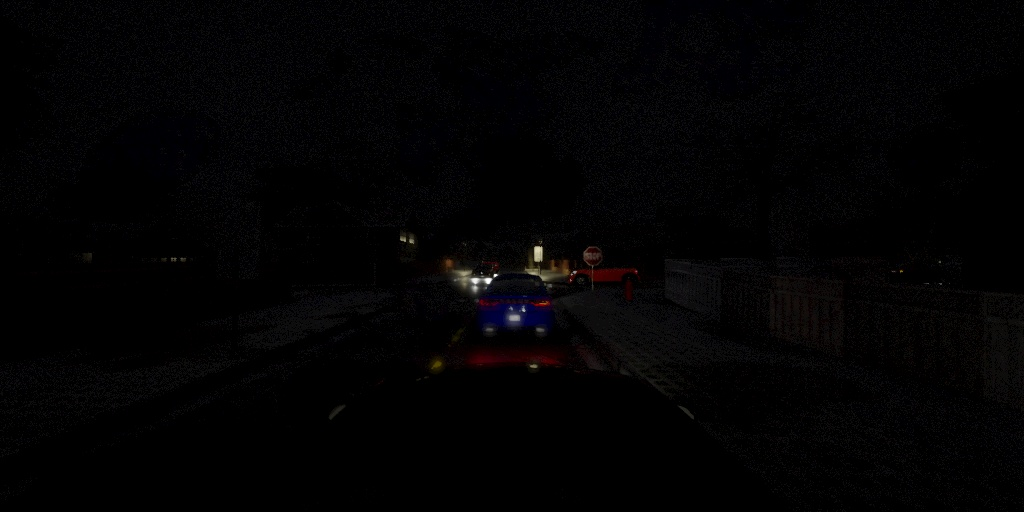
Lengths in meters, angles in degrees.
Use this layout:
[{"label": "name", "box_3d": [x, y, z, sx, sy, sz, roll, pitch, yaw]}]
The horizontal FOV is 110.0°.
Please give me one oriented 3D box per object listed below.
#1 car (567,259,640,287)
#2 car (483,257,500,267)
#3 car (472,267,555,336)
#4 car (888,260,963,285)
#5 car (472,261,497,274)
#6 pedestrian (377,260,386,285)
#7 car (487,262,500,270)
[{"label": "car", "box_3d": [5.965, 1.115, 23.847, 4.553, 1.767, 2.097, -1, -2, 7]}, {"label": "car", "box_3d": [-2.826, 1.164, 46.301, 2.150, 2.045, 5.566, 0, -1, 0]}, {"label": "car", "box_3d": [0.175, 1.241, 10.472, 1.882, 1.535, 5.008, 0, 0, 3]}, {"label": "car", "box_3d": [23.239, 0.955, 20.266, 4.674, 1.442, 1.812, -1, -2, 1]}, {"label": "car", "box_3d": [-2.821, 1.427, 35.669, 1.994, 1.385, 4.181, 0, 0, 0]}, {"label": "pedestrian", "box_3d": [-9.651, 1.200, 26.591, 0.375, 1.860, 0.375, 0, -1, 1]}, {"label": "car", "box_3d": [-3.086, 1.642, 59.511, 1.994, 1.385, 4.181, 0, -1, -4]}]
